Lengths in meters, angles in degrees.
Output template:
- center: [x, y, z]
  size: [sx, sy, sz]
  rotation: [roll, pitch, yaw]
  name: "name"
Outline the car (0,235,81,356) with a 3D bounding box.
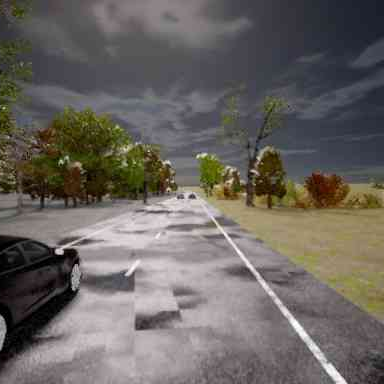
- center: [-3.496, 1.476, 5.766]
  size: [1.882, 1.535, 5.008]
  rotation: [0, 0, 0]
  name: "car"
